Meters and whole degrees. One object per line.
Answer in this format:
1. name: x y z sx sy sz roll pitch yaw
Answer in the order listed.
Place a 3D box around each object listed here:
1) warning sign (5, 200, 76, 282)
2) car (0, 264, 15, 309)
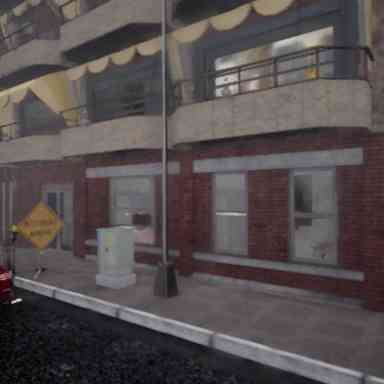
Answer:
1. warning sign: -3.886 1.160 8.564 1.060 1.860 1.300 -1 0 35
2. car: -5.140 1.626 6.604 4.206 1.307 1.802 0 0 35
